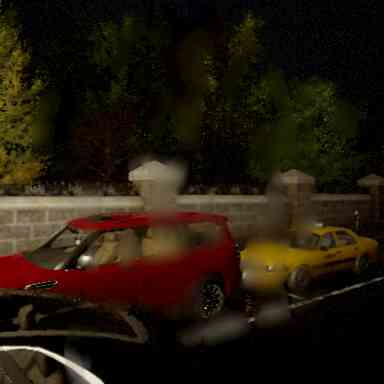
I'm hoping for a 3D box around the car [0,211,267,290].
[{"bbox_3d":[-1.347,1.311,5.588,5.009,1.841,2.192,0,1,-35],"label":"car"}]

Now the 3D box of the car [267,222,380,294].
[{"bbox_3d":[3.139,1.510,8.790,4.829,1.417,1.752,0,1,-35],"label":"car"}]

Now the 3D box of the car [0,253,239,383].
[{"bbox_3d":[-2.190,1.507,1.816,4.892,1.490,1.837,0,0,-36],"label":"car"}]
